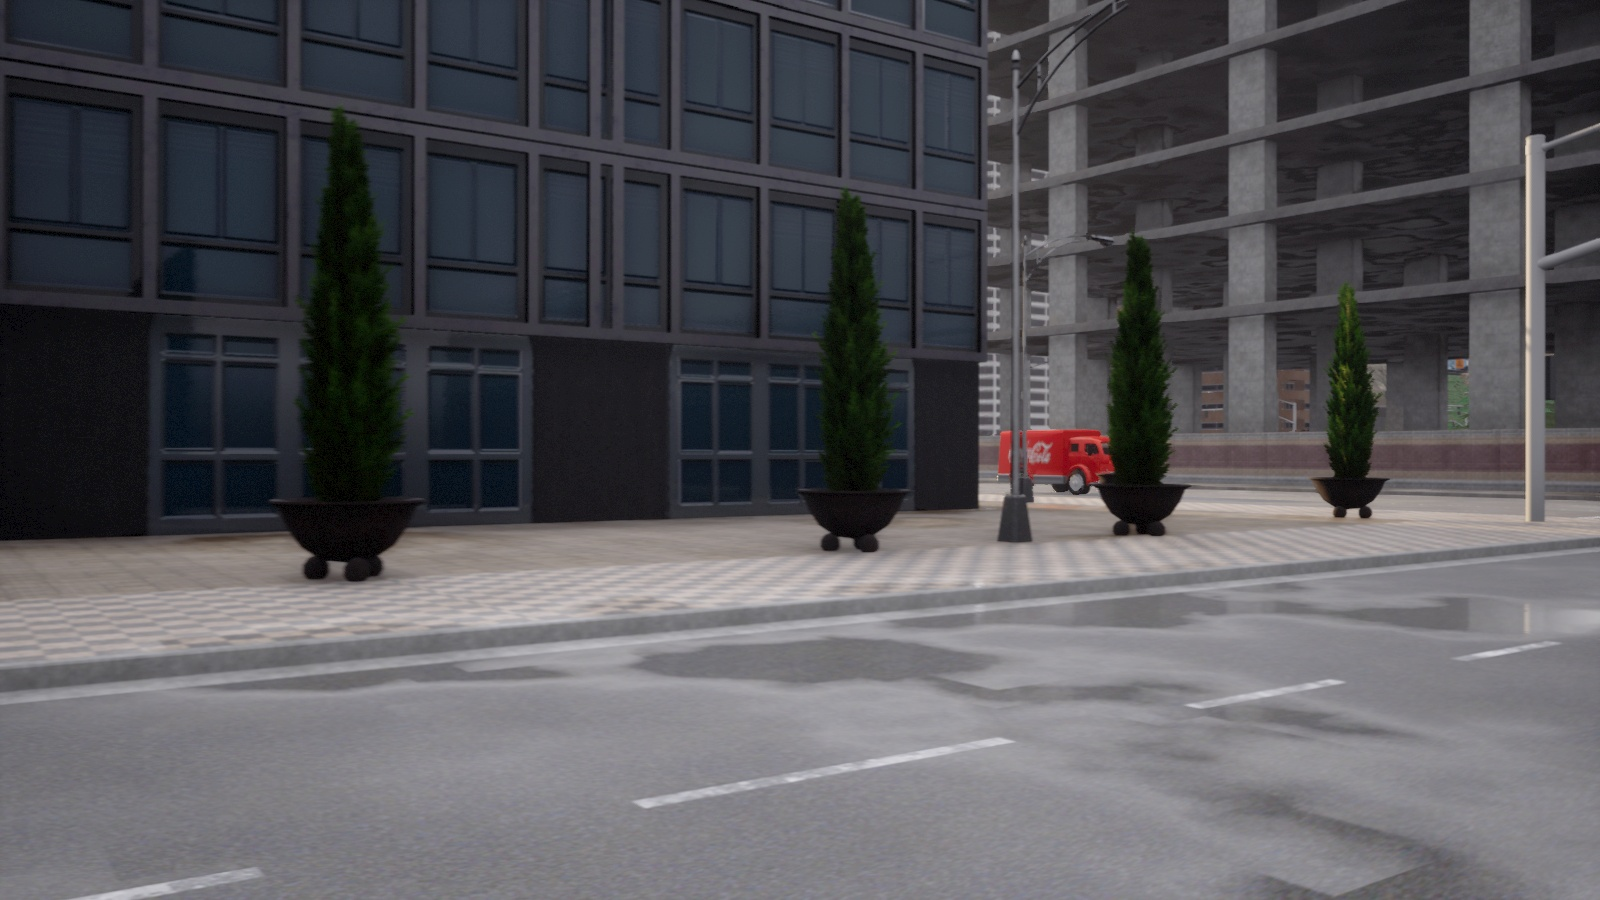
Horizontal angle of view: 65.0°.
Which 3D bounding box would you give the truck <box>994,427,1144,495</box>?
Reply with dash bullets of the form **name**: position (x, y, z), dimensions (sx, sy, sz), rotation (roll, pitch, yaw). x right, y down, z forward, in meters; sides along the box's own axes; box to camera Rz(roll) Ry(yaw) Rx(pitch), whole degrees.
- **truck**: position (10.222, 0.410, 48.106), dimensions (2.627, 2.467, 5.204), rotation (0, 0, -35)
